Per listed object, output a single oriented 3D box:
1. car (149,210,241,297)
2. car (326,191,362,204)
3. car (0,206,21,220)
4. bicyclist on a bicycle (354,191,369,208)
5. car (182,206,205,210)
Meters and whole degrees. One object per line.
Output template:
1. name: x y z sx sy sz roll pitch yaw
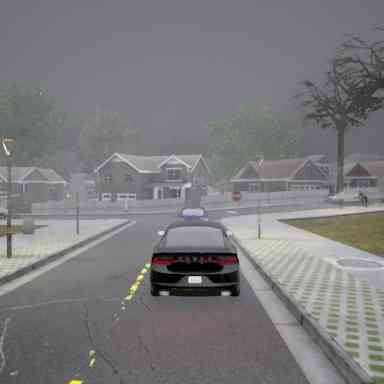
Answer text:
1. car: 0.084 1.472 8.633 1.882 1.535 5.008 0 0 1
2. car: 17.893 0.632 39.109 4.674 1.442 1.812 -2 2 -25
3. car: -20.443 2.273 35.381 4.674 1.442 1.812 -2 0 22
4. bicyclist on a bicycle: 16.236 0.683 31.859 0.582 1.620 1.656 -2 2 -25
5. car: 0.078 1.513 18.802 1.812 1.442 4.674 0 0 1
